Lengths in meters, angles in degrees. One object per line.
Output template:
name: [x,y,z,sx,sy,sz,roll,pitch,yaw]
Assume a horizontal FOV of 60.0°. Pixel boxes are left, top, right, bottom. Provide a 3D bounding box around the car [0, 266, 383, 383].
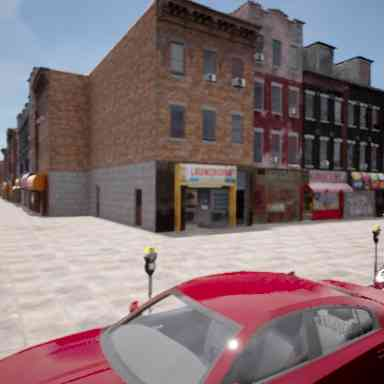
car: [0.371,1.501,3.017,4.507,1.381,1.887,0,1,-31]
